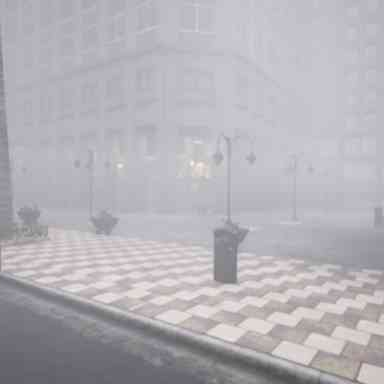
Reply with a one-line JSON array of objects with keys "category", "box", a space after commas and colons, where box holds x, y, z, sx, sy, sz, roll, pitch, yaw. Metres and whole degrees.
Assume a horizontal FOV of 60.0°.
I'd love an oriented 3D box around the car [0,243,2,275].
[{"category": "car", "box": [-6.531, 1.379, 8.113, 4.786, 1.482, 2.161, 1, 1, 35]}]
